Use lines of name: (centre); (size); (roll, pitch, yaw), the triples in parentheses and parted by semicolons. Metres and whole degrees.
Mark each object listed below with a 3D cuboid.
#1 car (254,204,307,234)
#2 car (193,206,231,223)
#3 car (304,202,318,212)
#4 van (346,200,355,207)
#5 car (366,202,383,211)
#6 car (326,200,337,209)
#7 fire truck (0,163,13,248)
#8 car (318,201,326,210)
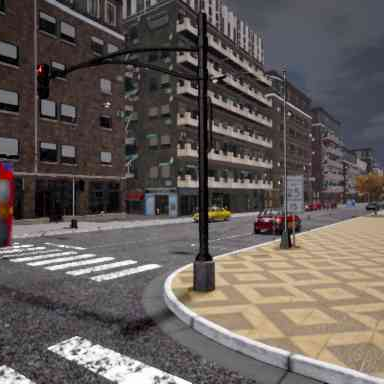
car: (5.538, 1.750, 21.252); (1.967, 1.590, 4.097); (-2, -2, 35)
car: (1.905, 2.001, 30.517); (1.752, 1.417, 4.829); (-2, -2, 35)
car: (18.291, 2.360, 53.735); (1.967, 1.590, 4.097); (-2, -2, 35)
van: (41.060, 2.882, 86.070); (1.690, 1.788, 3.998); (-2, -2, 35)
car: (31.603, 2.583, 58.171); (1.947, 1.339, 4.313); (-2, -2, 35)
car: (28.064, 2.501, 67.584); (2.192, 1.841, 5.009); (-2, -2, 35)
fire truck: (-9.844, 0.334, 9.253); (2.891, 3.827, 8.468); (0, -1, 35)
car: (21.551, 2.553, 58.347); (1.887, 1.381, 4.507); (-2, -2, 35)
